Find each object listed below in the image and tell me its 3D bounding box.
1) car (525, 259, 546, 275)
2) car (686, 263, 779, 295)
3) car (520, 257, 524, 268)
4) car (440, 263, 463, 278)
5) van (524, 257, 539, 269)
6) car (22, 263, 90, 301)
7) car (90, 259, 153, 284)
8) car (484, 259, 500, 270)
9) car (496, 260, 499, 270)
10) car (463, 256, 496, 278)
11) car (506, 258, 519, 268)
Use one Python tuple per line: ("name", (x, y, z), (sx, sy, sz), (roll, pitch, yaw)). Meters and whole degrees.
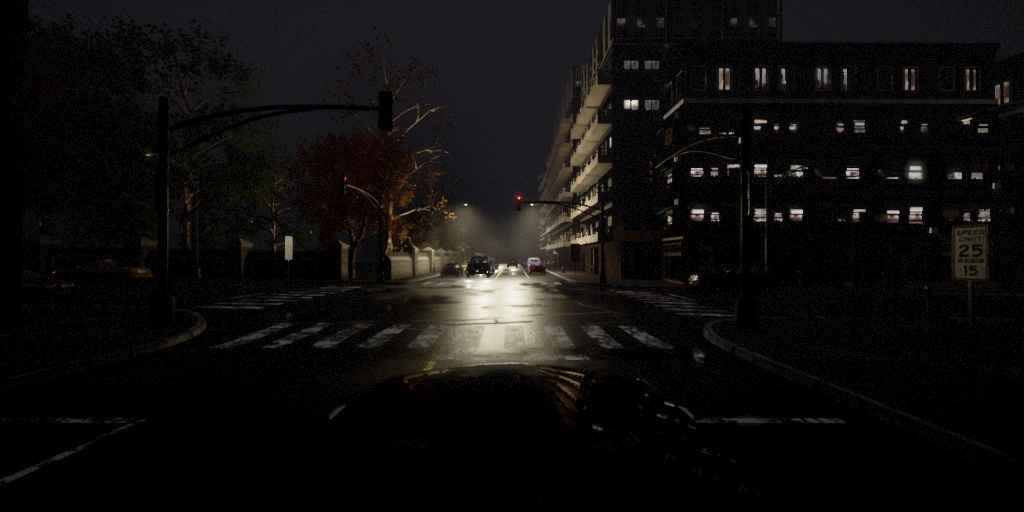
("car", (2.741, 1.314, 39.951), (1.888, 1.381, 4.507), (0, 0, 0))
("car", (13.476, 1.353, 21.966), (5.009, 1.841, 2.192), (0, 0, 0))
("car", (2.764, 1.230, 56.842), (1.967, 1.591, 4.097), (0, 0, 0))
("car", (-5.647, 1.330, 34.332), (1.948, 1.339, 4.313), (0, 0, 0))
("van", (2.749, 1.116, 45.581), (1.690, 1.789, 3.998), (0, 0, 0))
("car", (-18.947, 1.007, 13.319), (4.207, 1.307, 1.802), (0, 0, 0))
("car", (-24.717, 0.883, 21.652), (4.829, 1.417, 1.751), (0, 0, 0))
("car", (-3.019, 1.279, 54.970), (2.128, 1.511, 4.902), (0, 0, 0))
("car", (-3.040, 1.322, 44.871), (2.033, 1.411, 5.357), (0, 0, 0))
("car", (-3.042, 0.986, 34.619), (2.150, 2.045, 5.566), (0, 0, 1))
("car", (0.080, 1.304, 62.625), (1.837, 1.490, 4.892), (0, 0, 0))
